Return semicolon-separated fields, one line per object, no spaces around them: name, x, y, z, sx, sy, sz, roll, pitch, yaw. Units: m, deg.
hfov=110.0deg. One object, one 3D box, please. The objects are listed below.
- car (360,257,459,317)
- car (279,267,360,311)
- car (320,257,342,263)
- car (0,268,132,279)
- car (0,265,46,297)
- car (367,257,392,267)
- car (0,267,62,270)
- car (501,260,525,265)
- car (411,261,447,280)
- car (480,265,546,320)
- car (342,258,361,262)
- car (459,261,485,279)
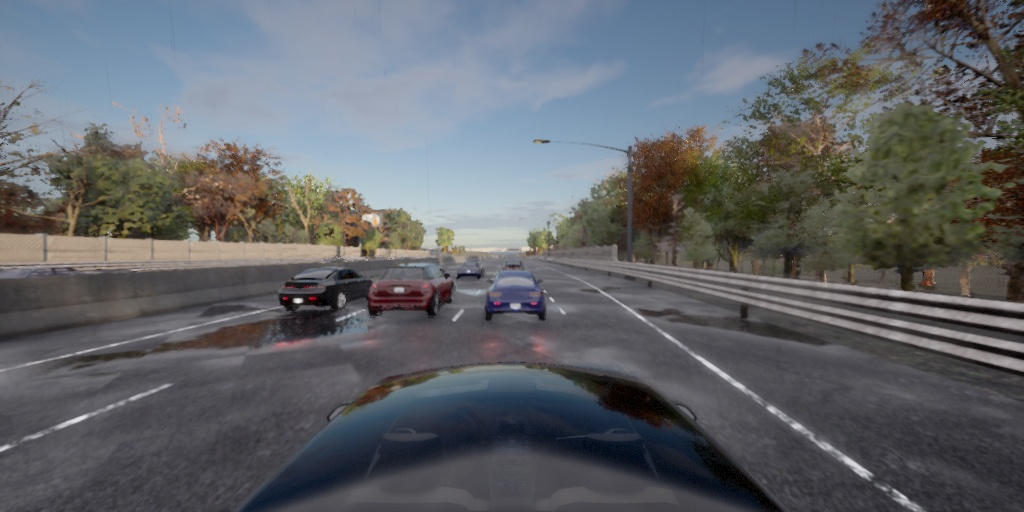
car;-3.395;1.030;12.940;2.097;1.767;4.553;0;0;0
car;-6.893;1.176;13.988;1.837;1.490;4.892;0;0;0
car;-28.009;0.930;55.919;2.128;1.511;4.902;0;0;1
car;-17.593;1.265;15.003;1.895;1.301;4.718;0;0;0
car;-24.594;1.184;15.893;1.812;1.442;4.674;0;0;0
car;-21.015;0.923;57.119;2.128;1.511;4.902;0;0;1
car;-21.093;1.206;15.856;2.033;1.411;5.357;0;0;0
car;0.114;1.084;29.573;1.837;1.490;4.892;0;0;0
car;-6.885;1.139;30.138;1.994;1.385;4.181;0;0;0
car;0.105;1.208;12.220;1.812;1.442;4.674;0;0;0
car;-24.505;1.034;56.829;1.895;1.301;4.718;0;0;1
car;-3.386;1.140;29.976;1.994;1.385;4.181;0;0;0
